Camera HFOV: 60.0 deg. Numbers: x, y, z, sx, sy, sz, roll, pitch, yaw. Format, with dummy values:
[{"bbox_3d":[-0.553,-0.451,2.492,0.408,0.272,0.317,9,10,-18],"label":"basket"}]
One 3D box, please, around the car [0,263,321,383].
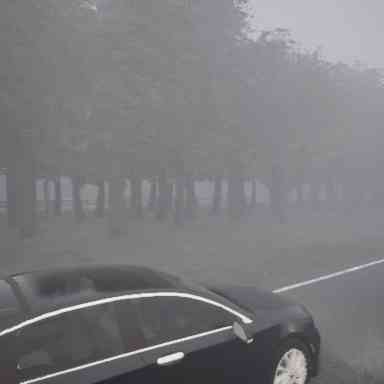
[{"bbox_3d":[-0.712,1.503,3.265,4.892,1.490,1.837,0,0,-36],"label":"car"}]
